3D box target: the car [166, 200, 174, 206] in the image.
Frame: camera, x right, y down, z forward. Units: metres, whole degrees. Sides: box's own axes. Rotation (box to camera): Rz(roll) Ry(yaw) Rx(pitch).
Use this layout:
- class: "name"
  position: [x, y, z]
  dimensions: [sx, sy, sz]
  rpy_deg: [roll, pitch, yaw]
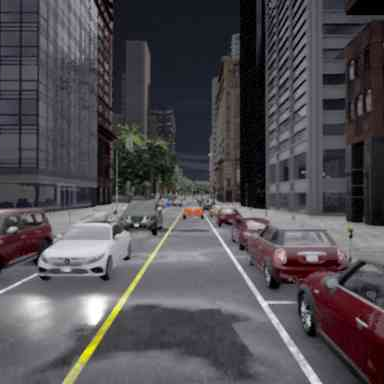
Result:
- class: "car"
  position: [-5.686, 2.821, 85.566]
  dimensions: [1.802, 1.307, 4.206]
  rpy_deg: [0, -1, 0]

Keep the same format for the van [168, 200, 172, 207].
- class: "van"
  position: [-5.702, 2.340, 69.292]
  dimensions: [1.690, 1.788, 3.998]
  rpy_deg: [0, -1, 0]

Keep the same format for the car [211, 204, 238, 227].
- class: "car"
  position: [2.782, 1.912, 25.871]
  dimensions: [1.887, 1.381, 4.507]
  rpy_deg: [0, -1, 0]

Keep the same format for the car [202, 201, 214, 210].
- class: "car"
  position: [2.812, 2.387, 58.417]
  dimensions: [1.887, 1.381, 4.507]
  rpy_deg: [0, -1, 0]

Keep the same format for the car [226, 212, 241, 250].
- class: "car"
  position: [2.772, 1.796, 15.021]
  dimensions: [1.802, 1.307, 4.206]
  rpy_deg: [0, -1, 0]

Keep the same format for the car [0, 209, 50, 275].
- class: "car"
  position: [-5.759, 1.447, 9.612]
  dimensions: [2.192, 1.841, 5.009]
  rpy_deg: [0, -1, 0]

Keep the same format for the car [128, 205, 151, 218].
- class: "car"
  position: [-5.733, 2.100, 36.736]
  dimensions: [1.802, 1.307, 4.206]
  rpy_deg: [0, -1, 0]

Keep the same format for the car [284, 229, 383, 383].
- class: "car"
  position: [2.761, 1.502, 4.174]
  dimensions: [1.967, 1.590, 4.097]
  rpy_deg: [0, -1, 0]

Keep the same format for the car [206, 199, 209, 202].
- class: "car"
  position: [2.398, 2.189, 47.844]
  dimensions: [1.837, 1.490, 4.892]
  rpy_deg: [0, -1, 0]

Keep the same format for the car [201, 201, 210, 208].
- class: "car"
  position: [2.824, 2.532, 69.436]
  dimensions: [1.752, 1.417, 4.829]
  rpy_deg: [0, -1, 0]

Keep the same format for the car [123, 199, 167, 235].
- class: "car"
  position: [-3.069, 1.518, 21.171]
  dimensions: [2.150, 2.045, 5.566]
  rpy_deg: [0, -1, 0]

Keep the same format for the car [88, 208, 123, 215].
- class: "car"
  position: [-5.748, 1.808, 20.290]
  dimensions: [1.752, 1.417, 4.829]
  rpy_deg: [0, -1, 0]

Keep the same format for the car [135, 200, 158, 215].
- class: "car"
  position: [-5.728, 1.912, 42.165]
  dimensions: [2.192, 1.841, 5.009]
  rpy_deg: [0, -1, 0]

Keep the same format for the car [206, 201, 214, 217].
- class: "car"
  position: [2.792, 2.051, 36.890]
  dimensions: [1.752, 1.417, 4.829]
  rpy_deg: [0, -1, 0]

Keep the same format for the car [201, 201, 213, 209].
- class: "car"
  position: [2.818, 2.474, 63.841]
  dimensions: [2.008, 1.369, 4.403]
  rpy_deg: [0, -1, 0]

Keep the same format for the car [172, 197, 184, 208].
- class: "car"
  position: [-2.935, 2.464, 69.734]
  dimensions: [1.882, 1.535, 5.008]
  rpy_deg: [0, -1, 0]

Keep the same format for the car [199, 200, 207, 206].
- class: "car"
  position: [2.840, 2.810, 85.540]
  dimensions: [1.947, 1.339, 4.313]
  rpy_deg: [0, -1, 0]

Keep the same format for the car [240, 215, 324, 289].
- class: "car"
  position: [2.766, 1.578, 9.599]
  dimensions: [1.967, 1.590, 4.097]
  rpy_deg: [0, -1, 0]

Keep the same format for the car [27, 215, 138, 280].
- class: "car"
  position: [-3.091, 1.673, 10.525]
  dimensions: [1.812, 1.442, 4.674]
  rpy_deg: [0, -1, 0]

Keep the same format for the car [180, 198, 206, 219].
- class: "car"
  position: [0.133, 1.855, 35.487]
  dimensions: [2.097, 1.767, 4.553]
  rpy_deg: [0, -1, 0]

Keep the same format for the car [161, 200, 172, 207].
- class: "car"
  position: [-5.697, 2.520, 74.716]
  dimensions: [1.967, 1.590, 4.097]
  rpy_deg: [0, -1, 0]

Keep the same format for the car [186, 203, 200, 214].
- class: "car"
  position: [0.141, 2.258, 46.031]
  dimensions: [1.895, 1.301, 4.718]
  rpy_deg: [0, -1, 0]
